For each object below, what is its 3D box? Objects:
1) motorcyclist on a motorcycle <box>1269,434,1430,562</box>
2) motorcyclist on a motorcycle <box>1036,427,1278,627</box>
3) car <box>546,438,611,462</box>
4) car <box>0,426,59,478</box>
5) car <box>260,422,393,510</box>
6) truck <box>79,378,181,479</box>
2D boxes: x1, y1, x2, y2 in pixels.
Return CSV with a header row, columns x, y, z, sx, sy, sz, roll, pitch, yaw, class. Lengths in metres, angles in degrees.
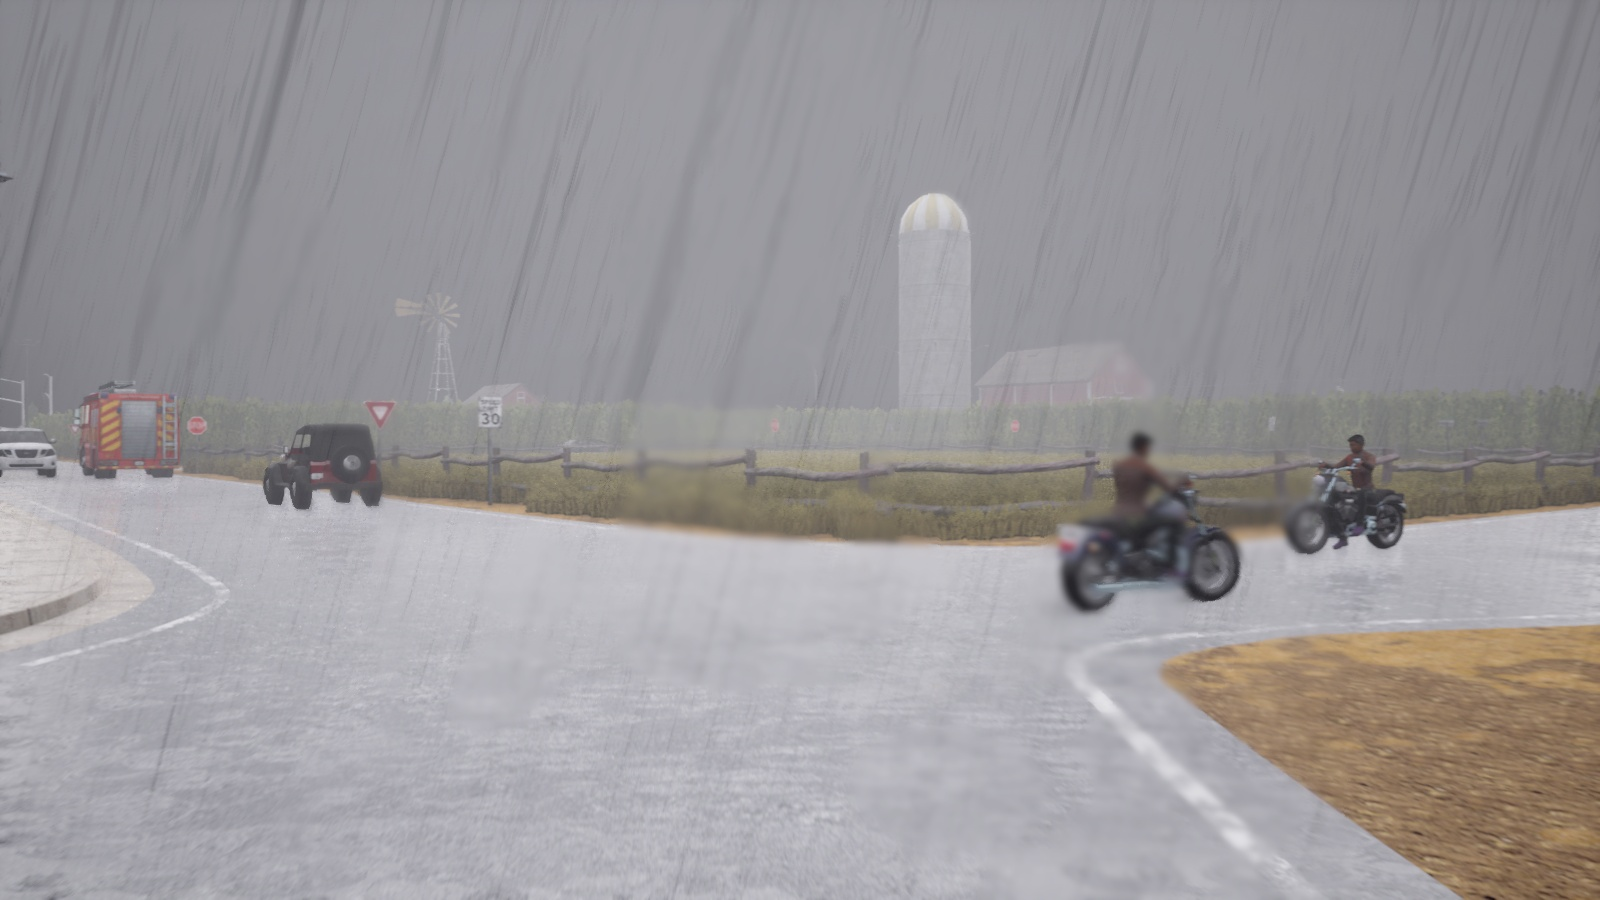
x,y,z,sx,sy,sz,roll,pitch,yaw,class
7.490,0.606,17.080,2.350,1.649,0.766,0,1,-30,motorcyclist on a motorcycle
3.283,0.648,11.438,2.350,1.649,0.766,1,2,-35,motorcyclist on a motorcycle
-14.325,-0.005,81.360,3.705,1.549,1.789,-1,1,-36,car
-32.354,0.018,52.173,2.150,2.045,5.566,0,1,-36,car
-11.007,0.328,29.042,1.905,1.878,3.866,0,1,-36,car
-27.937,-0.858,52.142,2.891,3.827,8.468,0,1,-34,truck
